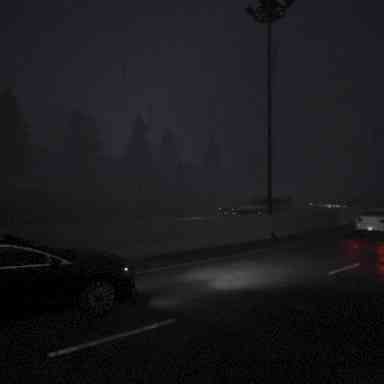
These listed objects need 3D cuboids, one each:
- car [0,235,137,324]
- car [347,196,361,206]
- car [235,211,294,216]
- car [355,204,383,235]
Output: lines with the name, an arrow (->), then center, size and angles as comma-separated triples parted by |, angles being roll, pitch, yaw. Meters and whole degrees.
car -> -3.387, 1.510, 5.814 | 4.902, 1.511, 2.128 | 0, 0, -36
car -> 28.117, 1.566, 57.766 | 1.882, 1.535, 5.008 | 0, 0, 29
car -> 5.045, 1.265, 22.732 | 2.150, 2.045, 5.566 | 0, 0, 43
car -> 10.270, 1.551, 17.871 | 1.812, 1.442, 4.674 | 0, 0, 44
